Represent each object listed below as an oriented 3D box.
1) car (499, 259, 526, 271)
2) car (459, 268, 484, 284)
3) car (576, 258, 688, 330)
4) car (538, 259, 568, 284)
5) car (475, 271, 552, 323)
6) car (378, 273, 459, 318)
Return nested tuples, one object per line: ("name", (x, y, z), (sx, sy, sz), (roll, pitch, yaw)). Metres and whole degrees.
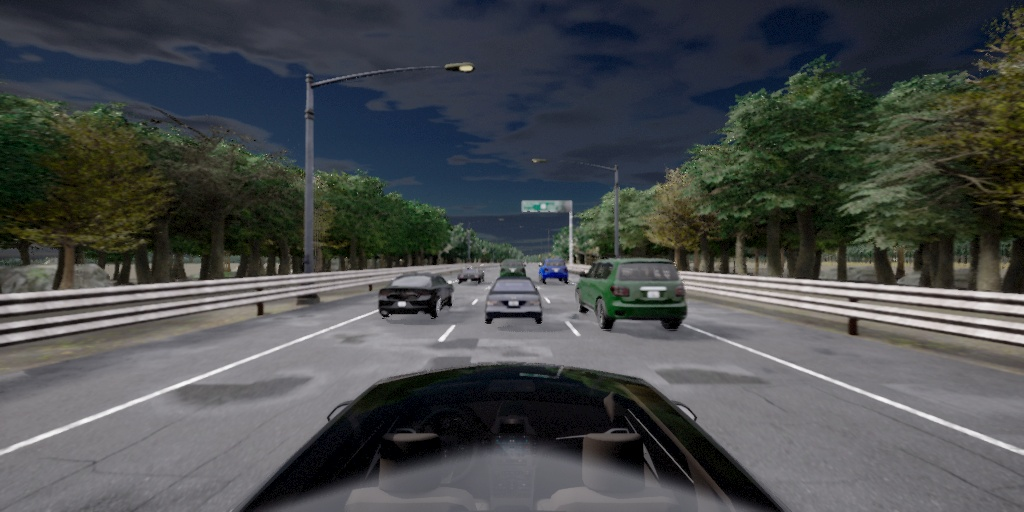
("car", (0.080, 1.324, 31.619), (2.150, 2.045, 5.566), (0, -1, 0))
("car", (-3.422, 1.698, 31.035), (1.895, 1.301, 4.718), (0, -1, 0))
("car", (3.567, 1.088, 11.738), (2.150, 2.045, 5.566), (0, 0, 0))
("car", (3.583, 1.325, 31.710), (2.150, 2.045, 5.566), (0, -1, 0))
("car", (0.064, 1.424, 12.744), (2.033, 1.411, 5.357), (0, -1, 0))
("car", (-3.433, 1.365, 13.676), (1.882, 1.535, 5.008), (0, 0, 0))
